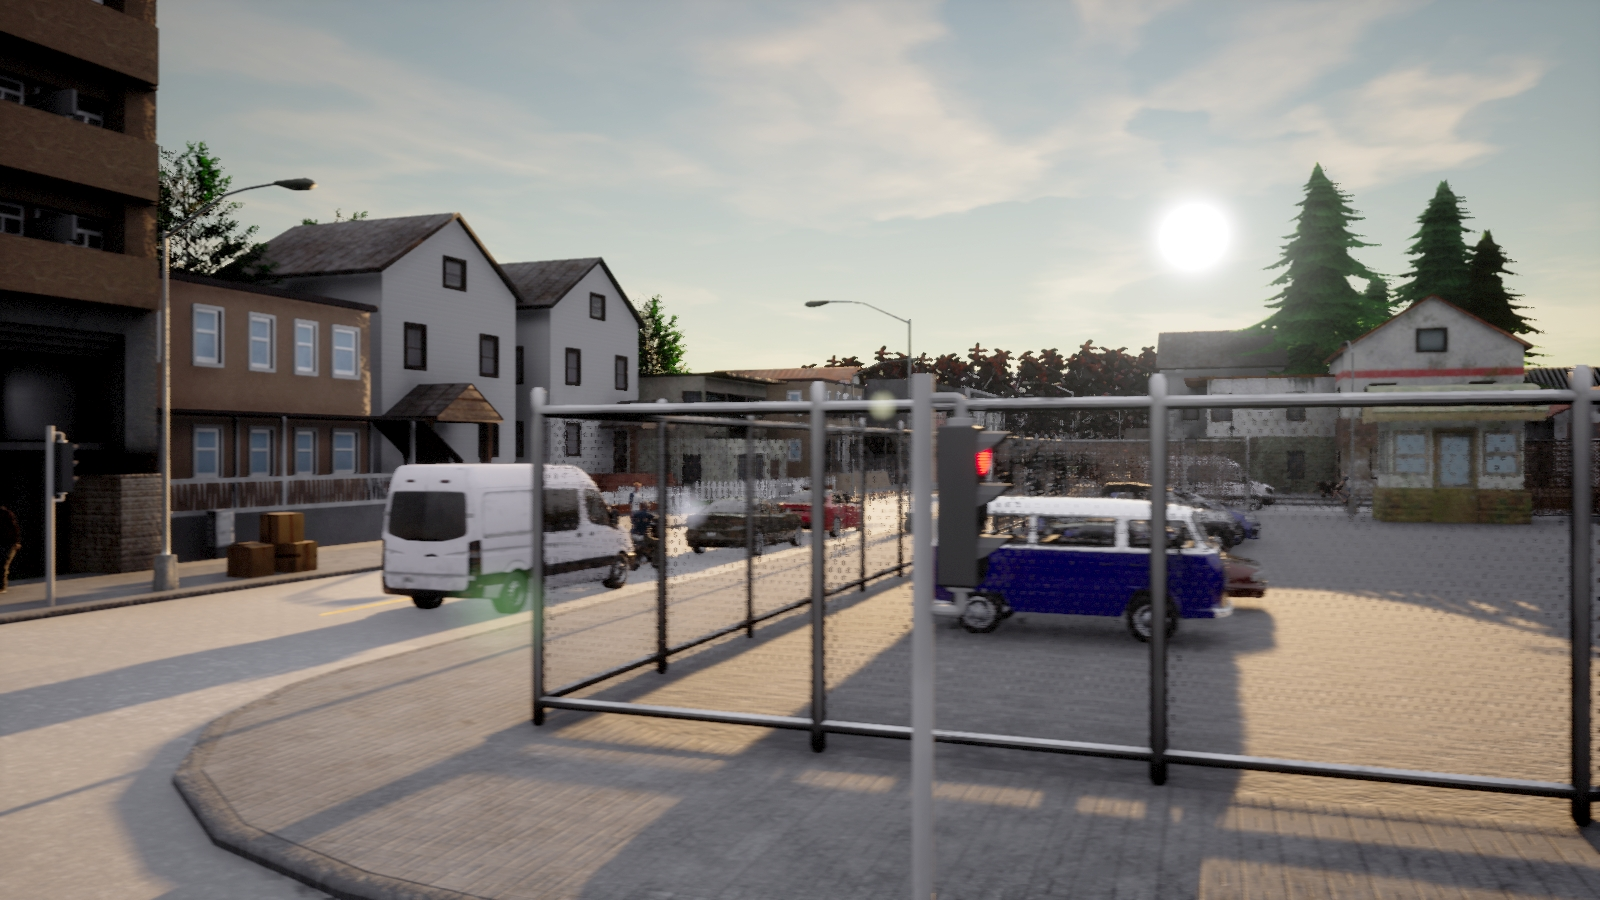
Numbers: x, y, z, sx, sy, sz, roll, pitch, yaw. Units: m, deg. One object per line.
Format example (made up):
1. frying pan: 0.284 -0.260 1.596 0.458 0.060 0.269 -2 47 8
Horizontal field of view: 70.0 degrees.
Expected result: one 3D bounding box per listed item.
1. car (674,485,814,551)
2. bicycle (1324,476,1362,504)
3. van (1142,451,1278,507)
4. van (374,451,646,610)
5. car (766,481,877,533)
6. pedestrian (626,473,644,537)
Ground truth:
1. car: -1.442 1.814 31.902 2.097 1.535 5.006 0 0 20
2. bicycle: 26.337 1.936 55.451 1.643 1.296 0.373 0 0 20
3. van: 19.238 1.315 53.762 5.915 2.561 1.988 0 0 20
4. van: -5.189 1.313 21.574 1.988 2.561 5.915 0 0 20
5. car: 0.802 1.841 38.093 2.231 1.480 4.892 0 0 20
6. pedestrian: -4.863 1.628 33.725 0.375 1.860 0.375 0 0 30
